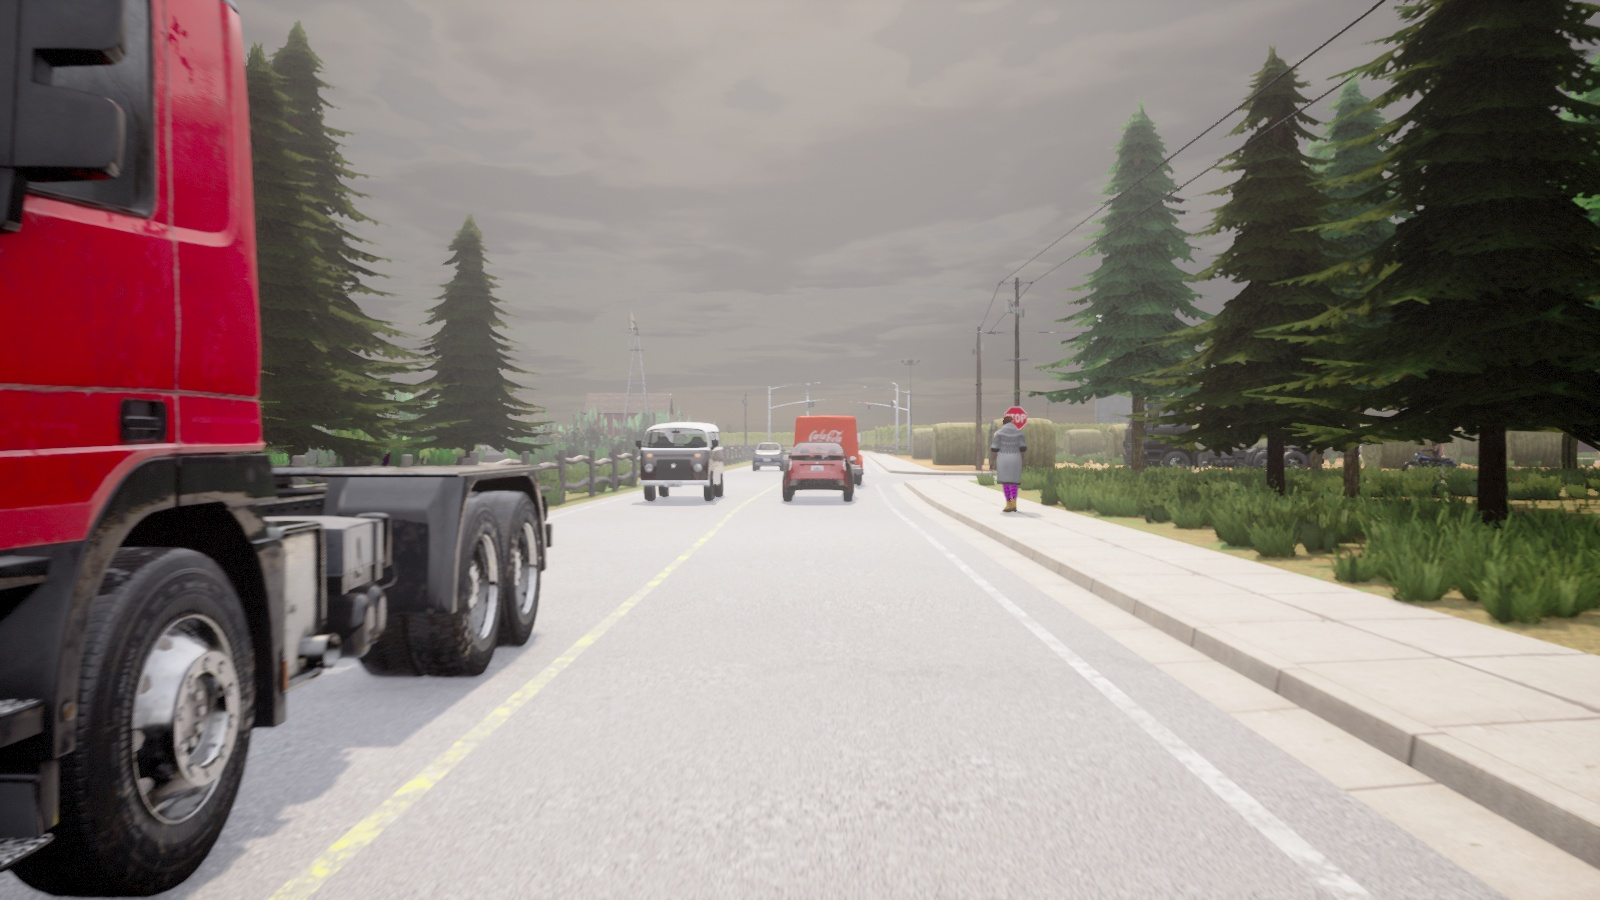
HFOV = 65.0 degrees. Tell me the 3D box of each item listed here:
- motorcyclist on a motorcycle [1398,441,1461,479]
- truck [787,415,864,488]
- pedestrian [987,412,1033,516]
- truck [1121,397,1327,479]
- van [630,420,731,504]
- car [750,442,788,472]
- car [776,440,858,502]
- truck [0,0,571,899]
[{"bbox_3d":[27.306,0.440,54.502,2.350,1.649,0.766,0,0,0],"label":"motorcyclist on a motorcycle"},{"bbox_3d":[0.974,0.007,45.407,2.627,2.467,5.204,0,1,2],"label":"truck"},{"bbox_3d":[4.016,0.266,24.056,0.659,1.952,0.873,0,0,-6],"label":"pedestrian"},{"bbox_3d":[18.262,-0.500,54.424,7.936,3.462,2.891,0,0,0],"label":"truck"},{"bbox_3d":[-3.032,0.275,32.739,2.069,2.038,4.480,0,0,2],"label":"van"},{"bbox_3d":[-1.646,0.337,67.172,1.789,1.549,3.705,0,0,2],"label":"car"},{"bbox_3d":[0.489,0.499,33.197,2.007,1.525,4.514,0,0,2],"label":"car"},{"bbox_3d":[-3.401,-0.275,6.476,2.891,3.462,7.936,0,0,1],"label":"truck"}]
